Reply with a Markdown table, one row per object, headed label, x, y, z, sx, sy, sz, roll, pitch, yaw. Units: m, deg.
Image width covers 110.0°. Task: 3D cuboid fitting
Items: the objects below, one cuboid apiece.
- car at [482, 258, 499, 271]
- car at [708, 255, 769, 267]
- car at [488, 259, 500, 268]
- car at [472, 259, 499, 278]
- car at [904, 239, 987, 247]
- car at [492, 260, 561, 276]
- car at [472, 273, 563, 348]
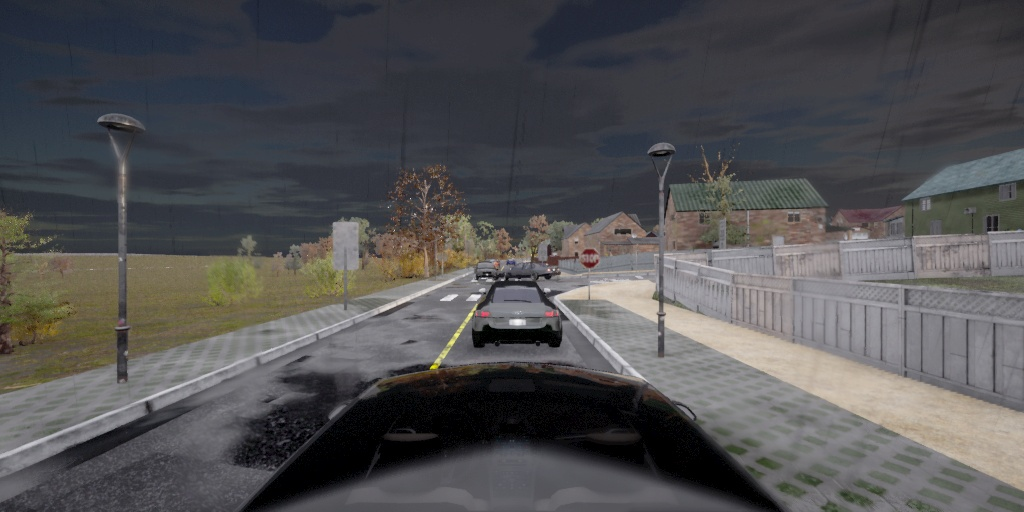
| label | x | y | z | sx | sy | sz | roll | pitch | yaw |
| --- | --- | --- | --- | --- | --- | --- | --- | --- | --- |
| car | -2.986 | 1.121 | 51.001 | 2.097 | 1.767 | 4.553 | 0 | 0 | 0 |
| car | 14.329 | 0.413 | 22.698 | 4.181 | 1.385 | 1.994 | -3 | 0 | 16 |
| car | -2.999 | 1.256 | 61.038 | 1.882 | 1.535 | 5.008 | 0 | 0 | 0 |
| car | -2.333 | 1.258 | 31.185 | 1.837 | 1.490 | 4.892 | 0 | 0 | -8 |
| car | 23.836 | -0.208 | 20.303 | 4.902 | 1.511 | 2.128 | -3 | 0 | 14 |
| car | 1.262 | 1.198 | 28.284 | 5.357 | 1.411 | 2.033 | -4 | -3 | 43 |
| car | 0.081 | 1.313 | 9.266 | 1.994 | 1.385 | 4.181 | 0 | 0 | -1 |
